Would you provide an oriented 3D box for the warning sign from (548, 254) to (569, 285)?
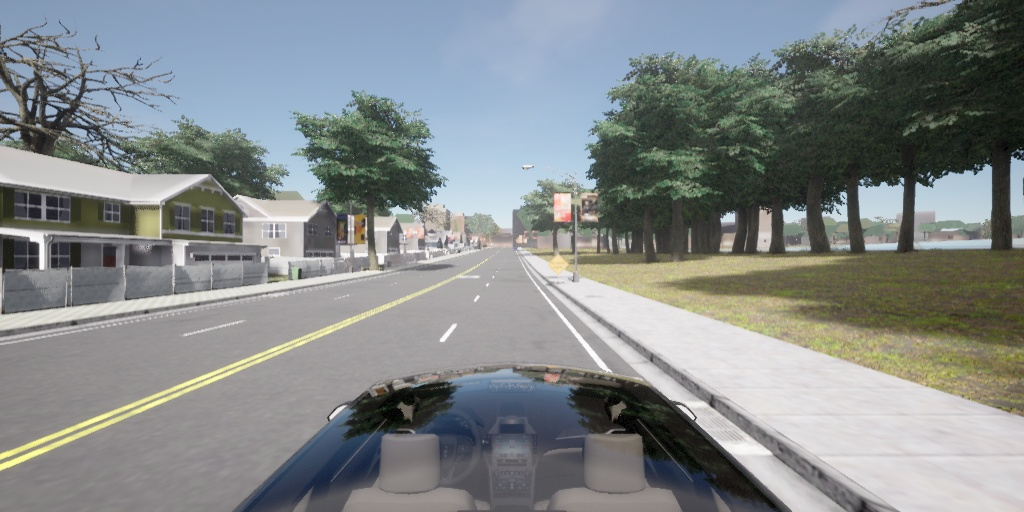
[{"bbox_3d":[2.850,0.821,22.063,1.300,1.860,1.060,0,0,0],"label":"warning sign"}]
